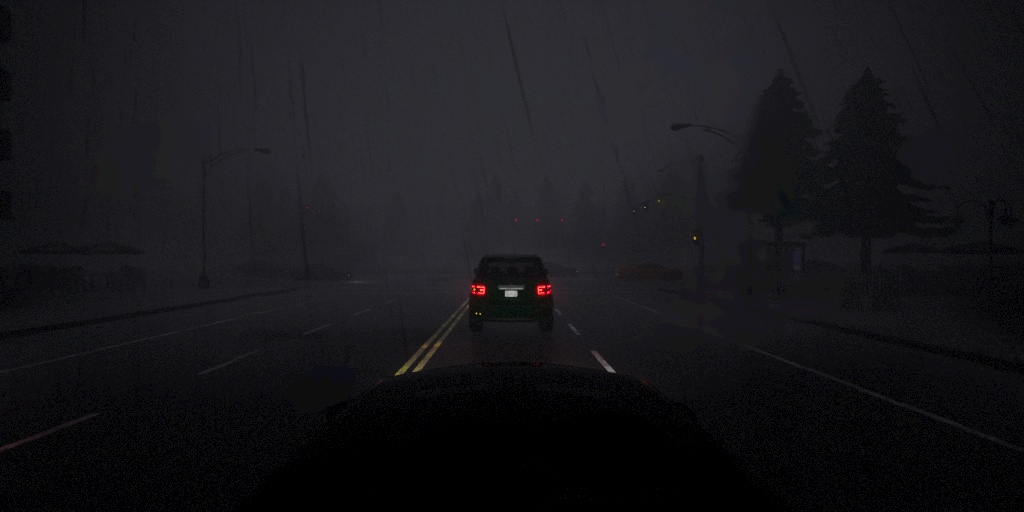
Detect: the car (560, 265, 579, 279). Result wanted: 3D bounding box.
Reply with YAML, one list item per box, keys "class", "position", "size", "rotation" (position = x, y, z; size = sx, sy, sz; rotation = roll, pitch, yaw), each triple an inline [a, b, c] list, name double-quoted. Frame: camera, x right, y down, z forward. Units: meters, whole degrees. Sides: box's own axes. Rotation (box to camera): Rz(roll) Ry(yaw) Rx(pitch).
- class: "car"
  position: [3.257, 1.221, 30.837]
  size: [4.892, 1.490, 1.837]
  rotation: [0, 0, -1]

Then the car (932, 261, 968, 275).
- class: "car"
  position: [42.803, 1.186, 33.619]
  size: [4.902, 1.511, 2.128]
  rotation: [0, 0, 13]

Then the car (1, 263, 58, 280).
- class: "car"
  position: [-36.114, 1.295, 26.867]
  size: [4.718, 1.301, 1.895]
  rotation: [0, 0, -3]

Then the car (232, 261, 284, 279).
- class: "car"
  position: [-20.932, 1.172, 30.613]
  size: [5.008, 1.535, 1.882]
  rotation: [0, 0, -1]

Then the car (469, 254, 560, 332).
- class: "car"
  position: [-0.022, 0.971, 11.024]
  size: [2.150, 2.045, 5.566]
  rotation: [0, 0, 0]

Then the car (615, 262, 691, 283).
- class: "car"
  position: [10.501, 1.186, 27.403]
  size: [5.008, 1.535, 1.882]
  rotation: [0, 0, -1]

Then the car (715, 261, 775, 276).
- class: "car"
  position: [22.940, 1.186, 34.681]
  size: [4.902, 1.511, 2.128]
  rotation: [0, 0, 0]

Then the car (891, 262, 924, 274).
- class: "car"
  position: [39.727, 1.295, 37.662]
  size: [4.718, 1.301, 1.895]
  rotation: [0, 0, 7]

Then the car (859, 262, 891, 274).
- class: "car"
  position: [32.691, 1.242, 34.680]
  size: [5.357, 1.411, 2.033]
  rotation: [0, 0, 1]

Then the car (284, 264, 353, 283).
- class: "car"
  position: [-14.362, 1.264, 27.182]
  size: [4.181, 1.385, 1.994]
  rotation: [0, 0, -1]

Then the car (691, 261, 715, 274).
- class: "car"
  position: [21.491, 1.220, 38.176]
  size: [4.674, 1.442, 1.812]
  rotation: [0, 0, 0]

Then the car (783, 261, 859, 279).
- class: "car"
  position: [26.514, 1.199, 31.045]
  size: [4.892, 1.490, 1.837]
  rotation: [0, 0, 0]

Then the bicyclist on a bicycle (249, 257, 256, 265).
- class: "bicyclist on a bicycle"
  position: [-30.106, 0.995, 41.533]
  size: [0.582, 1.620, 1.656]
  rotation: [0, 0, -1]

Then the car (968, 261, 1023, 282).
- class: "car"
  position: [38.619, 1.172, 27.148]
  size: [5.008, 1.535, 1.882]
  rotation: [0, 0, 6]
